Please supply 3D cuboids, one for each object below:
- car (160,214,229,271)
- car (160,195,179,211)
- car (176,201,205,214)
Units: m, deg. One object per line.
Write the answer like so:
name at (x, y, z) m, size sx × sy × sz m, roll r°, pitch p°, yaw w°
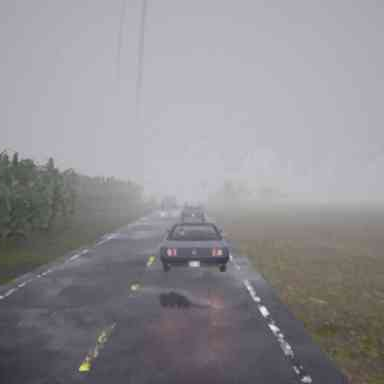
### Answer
car at (0.080, 1.642, 11.076) m, size 1.895 × 1.301 × 4.718 m, roll 0°, pitch 0°, yaw 0°
car at (-2.953, 1.366, 43.801) m, size 2.150 × 2.045 × 5.566 m, roll 0°, pitch 0°, yaw -1°
car at (0.083, 1.589, 27.707) m, size 2.128 × 1.511 × 4.902 m, roll 0°, pitch 0°, yaw 0°
